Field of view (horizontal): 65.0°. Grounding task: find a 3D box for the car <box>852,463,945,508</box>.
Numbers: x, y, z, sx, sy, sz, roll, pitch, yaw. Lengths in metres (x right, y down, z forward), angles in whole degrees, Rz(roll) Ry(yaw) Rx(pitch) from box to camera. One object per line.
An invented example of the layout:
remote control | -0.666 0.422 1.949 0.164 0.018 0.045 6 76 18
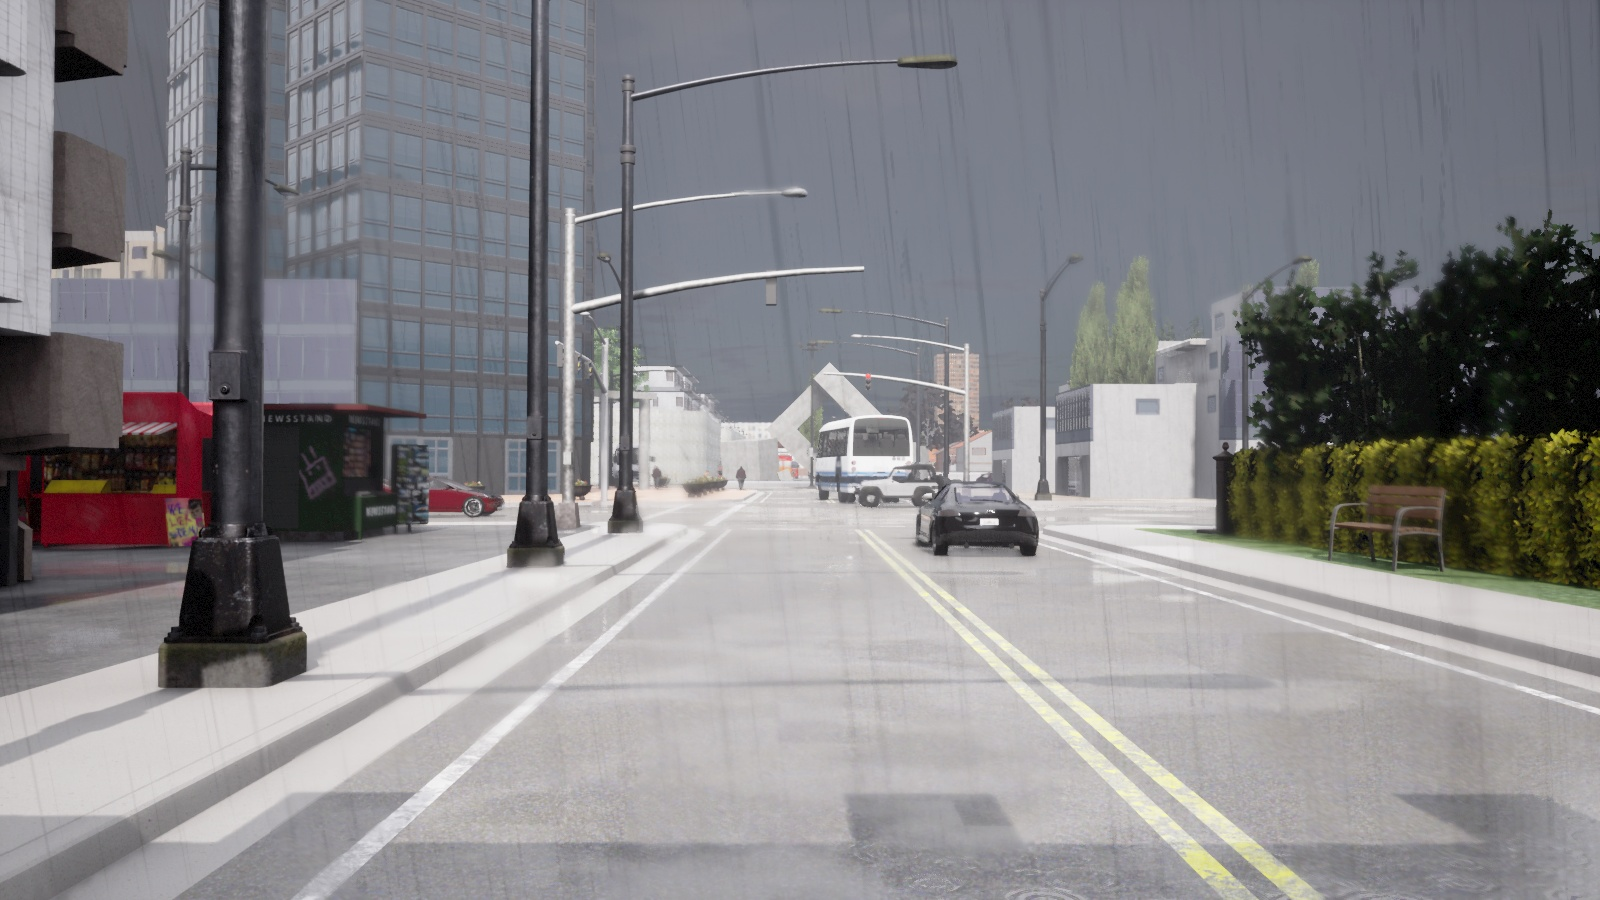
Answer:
car | 4.236 1.520 54.552 3.866 1.878 1.905 0 -1 -1

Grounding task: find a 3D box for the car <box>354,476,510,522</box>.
car | -12.781 1.706 43.870 4.792 1.488 2.163 -1 -1 -1

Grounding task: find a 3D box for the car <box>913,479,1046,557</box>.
car | 3.437 1.280 24.800 1.994 1.385 4.181 0 -1 0

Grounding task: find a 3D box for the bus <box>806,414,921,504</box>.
bus | 3.052 0.513 64.891 3.944 4.253 10.273 0 -1 -9
